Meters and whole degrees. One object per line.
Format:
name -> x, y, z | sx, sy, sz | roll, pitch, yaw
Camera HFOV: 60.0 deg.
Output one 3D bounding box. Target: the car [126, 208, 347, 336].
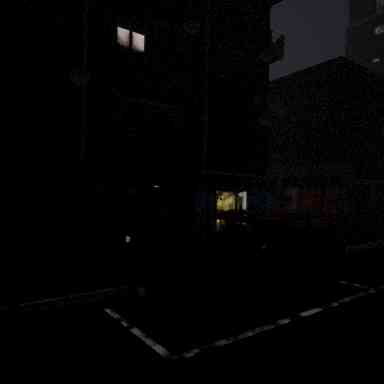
car -> 1.210, 1.317, 6.927 | 5.009, 1.841, 2.192 | 0, 2, -35
